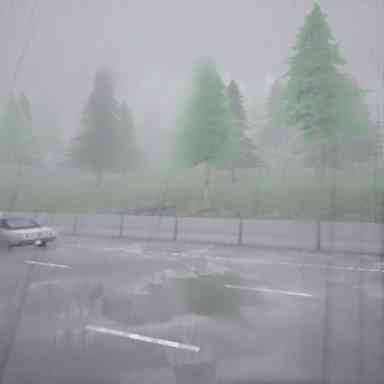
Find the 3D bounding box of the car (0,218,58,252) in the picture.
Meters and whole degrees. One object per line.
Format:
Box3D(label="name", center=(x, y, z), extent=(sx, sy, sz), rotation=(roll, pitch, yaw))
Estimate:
Box3D(label="car", center=(-8.307, 1.804, 14.773), extent=(4.718, 1.301, 1.895), rotation=(0, -1, 28))
